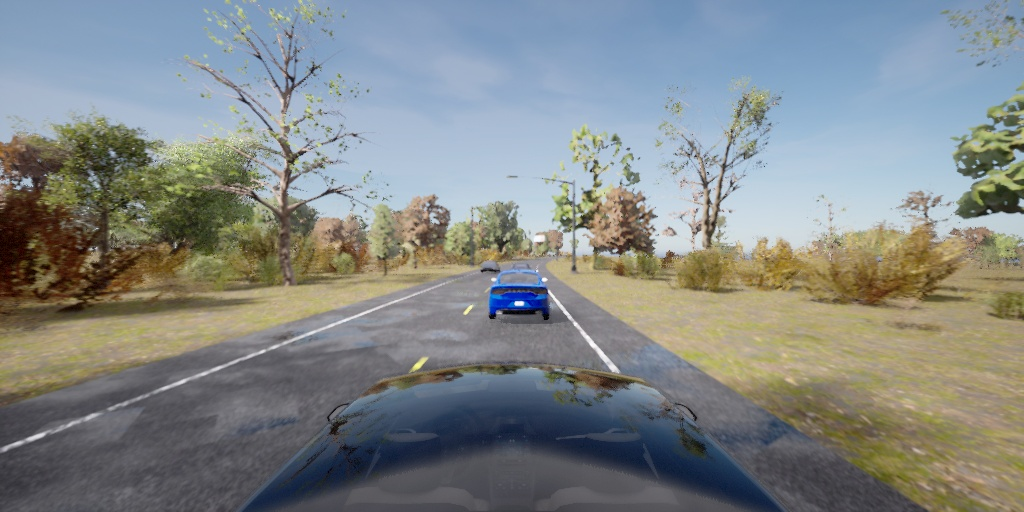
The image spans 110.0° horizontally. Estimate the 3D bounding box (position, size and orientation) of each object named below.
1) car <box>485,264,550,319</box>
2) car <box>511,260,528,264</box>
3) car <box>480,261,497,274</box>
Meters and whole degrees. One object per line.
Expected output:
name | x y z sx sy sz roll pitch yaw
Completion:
car | 0.260 1.210 12.786 1.882 1.535 5.008 0 0 1
car | 0.817 1.267 30.943 1.994 1.385 4.181 0 0 3
car | -2.419 1.235 40.656 2.033 1.411 5.357 0 0 3
